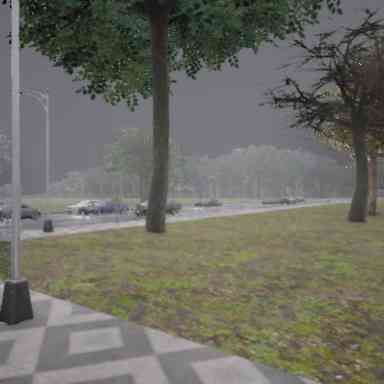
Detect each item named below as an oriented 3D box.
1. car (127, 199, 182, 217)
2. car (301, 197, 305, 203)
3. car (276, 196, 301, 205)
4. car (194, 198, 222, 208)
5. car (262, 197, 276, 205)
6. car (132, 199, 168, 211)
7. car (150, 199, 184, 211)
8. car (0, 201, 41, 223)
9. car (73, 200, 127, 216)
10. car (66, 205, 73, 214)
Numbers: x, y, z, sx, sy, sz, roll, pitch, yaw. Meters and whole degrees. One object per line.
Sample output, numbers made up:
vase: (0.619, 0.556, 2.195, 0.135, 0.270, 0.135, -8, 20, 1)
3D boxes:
car: (-3.237, 1.496, 29.960, 1.812, 1.442, 4.674, -1, 0, 36)
car: (23.409, 1.640, 73.223, 1.812, 1.442, 4.674, -1, -1, 35)
car: (16.953, 1.544, 58.348, 1.837, 1.490, 4.892, -1, -1, 35)
car: (2.524, 1.612, 49.524, 2.033, 1.411, 5.357, -1, 0, 36)
car: (14.295, 1.634, 60.221, 1.994, 1.385, 4.181, -1, -1, 35)
car: (-5.475, 1.681, 43.937, 1.895, 1.301, 4.718, -1, 0, 35)
car: (-3.073, 1.612, 41.714, 1.994, 1.385, 4.181, -1, -1, 35)
car: (-14.151, 1.589, 26.107, 1.994, 1.385, 4.181, -1, 0, 35)
car: (-8.810, 1.582, 33.645, 2.033, 1.411, 5.357, -1, 0, 35)
car: (-11.262, 1.592, 35.812, 1.812, 1.442, 4.674, -1, 0, 35)
